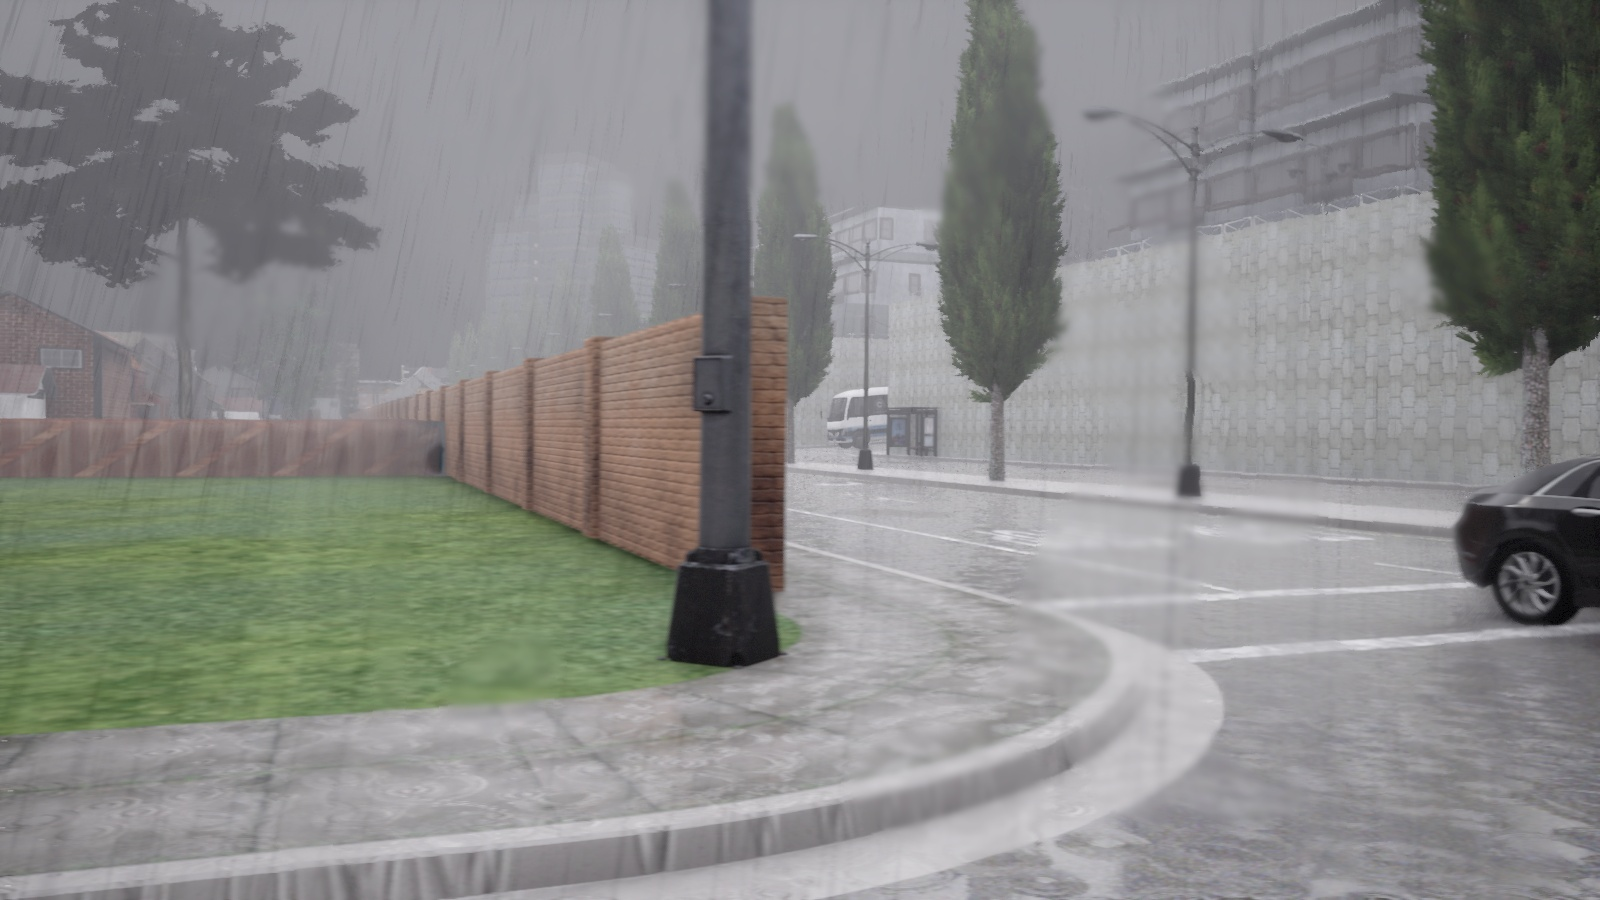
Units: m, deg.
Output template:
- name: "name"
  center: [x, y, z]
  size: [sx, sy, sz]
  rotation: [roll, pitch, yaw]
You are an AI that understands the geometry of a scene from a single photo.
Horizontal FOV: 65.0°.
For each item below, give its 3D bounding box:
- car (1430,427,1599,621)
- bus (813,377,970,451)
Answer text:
- name: "car"
  center: [7.335, 0.574, 9.227]
  size: [1.837, 1.490, 4.892]
  rotation: [-1, 1, -21]
- name: "bus"
  center: [6.610, -2.613, 90.897]
  size: [10.273, 4.253, 3.944]
  rotation: [-6, 2, -20]
